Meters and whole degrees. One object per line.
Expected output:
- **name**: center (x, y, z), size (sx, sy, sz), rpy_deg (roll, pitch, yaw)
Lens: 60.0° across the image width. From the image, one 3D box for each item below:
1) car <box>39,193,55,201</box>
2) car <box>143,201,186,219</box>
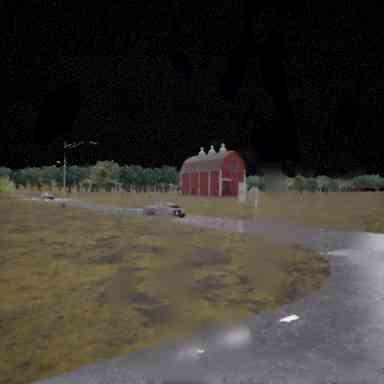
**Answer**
- **car**: center (-26.276, 0.802, 60.285), size (1.994, 1.385, 4.181), rpy_deg (2, 0, -36)
- **car**: center (-2.291, 1.407, 26.951), size (1.994, 1.385, 4.181), rpy_deg (2, 0, -36)
